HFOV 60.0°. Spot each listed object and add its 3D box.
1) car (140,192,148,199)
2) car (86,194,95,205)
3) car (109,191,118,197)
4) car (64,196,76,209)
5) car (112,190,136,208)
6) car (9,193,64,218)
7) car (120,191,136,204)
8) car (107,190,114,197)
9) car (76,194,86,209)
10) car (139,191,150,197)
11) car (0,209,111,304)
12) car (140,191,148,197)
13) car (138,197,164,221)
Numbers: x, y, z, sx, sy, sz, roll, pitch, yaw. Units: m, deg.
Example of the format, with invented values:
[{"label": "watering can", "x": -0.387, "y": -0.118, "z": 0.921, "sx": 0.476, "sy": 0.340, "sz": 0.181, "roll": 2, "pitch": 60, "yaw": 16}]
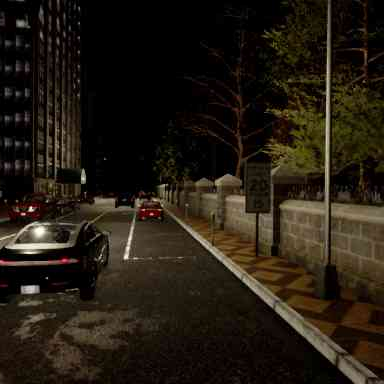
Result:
[{"label": "car", "x": -10.592, "y": 0.727, "z": 73.519, "sx": 1.752, "sy": 1.417, "sz": 4.829, "roll": 0, "pitch": 1, "yaw": -9}, {"label": "car", "x": -14.124, "y": 0.989, "z": 44.669, "sx": 1.752, "sy": 1.417, "sz": 4.829, "roll": 0, "pitch": 1, "yaw": -9}, {"label": "car", "x": -20.877, "y": 0.515, "z": 88.540, "sx": 1.947, "sy": 1.339, "sz": 4.313, "roll": 0, "pitch": 1, "yaw": -9}, {"label": "car", "x": -11.627, "y": 1.197, "z": 28.449, "sx": 2.008, "sy": 1.369, "sz": 4.403, "roll": 0, "pitch": 1, "yaw": -9}, {"label": "car", "x": -7.802, "y": 0.930, "z": 38.908, "sx": 2.097, "sy": 1.767, "sz": 4.553, "roll": 0, "pitch": 1, "yaw": -8}, {"label": "car", "x": -10.785, "y": 1.022, "z": 22.984, "sx": 2.192, "sy": 1.841, "sz": 5.009, "roll": 0, "pitch": 1, "yaw": -9}, {"label": "car", "x": -9.350, "y": 0.819, "z": 48.601, "sx": 2.097, "sy": 1.767, "sz": 4.553, "roll": 0, "pitch": 1, "yaw": -9}, {"label": "car", "x": -20.034, "y": 0.330, "z": 83.074, "sx": 2.192, "sy": 1.841, "sz": 5.009, "roll": 0, "pitch": 1, "yaw": -9}, {"label": "car", "x": -12.468, "y": 1.136, "z": 33.912, "sx": 2.008, "sy": 1.369, "sz": 4.403, "roll": 0, "pitch": 1, "yaw": -9}, {"label": "car", "x": -8.882, "y": 0.646, "z": 62.422, "sx": 2.192, "sy": 1.841, "sz": 5.009, "roll": 0, "pitch": 1, "yaw": -9}, {"label": "car", "x": -3.104, "y": 1.410, "z": 8.025, "sx": 2.128, "sy": 1.511, "sz": 4.902, "roll": 0, "pitch": 1, "yaw": -9}, {"label": "car", "x": -12.247, "y": 0.514, "z": 84.275, "sx": 1.967, "sy": 1.590, "sz": 4.097, "roll": 0, "pitch": 1, "yaw": -9}, {"label": "car", "x": -2.998, "y": 1.311, "z": 24.186, "sx": 1.887, "sy": 1.381, "sz": 4.507, "roll": 0, "pitch": 1, "yaw": -9}]
